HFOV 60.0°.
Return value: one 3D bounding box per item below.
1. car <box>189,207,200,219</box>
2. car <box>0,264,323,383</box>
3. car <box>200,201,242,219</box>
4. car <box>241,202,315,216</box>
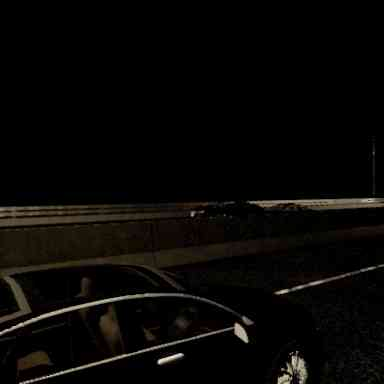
[{"bbox_3d":[2.038,1.490,26.938,4.902,1.511,2.128,0,0,-35],"label":"car"},{"bbox_3d":[-0.701,1.505,3.246,4.892,1.490,1.837,0,0,-35],"label":"car"},{"bbox_3d":[3.296,1.476,23.535,5.008,1.535,1.882,0,0,-35],"label":"car"},{"bbox_3d":[5.792,1.490,21.017,4.902,1.511,2.128,0,0,-35],"label":"car"}]
